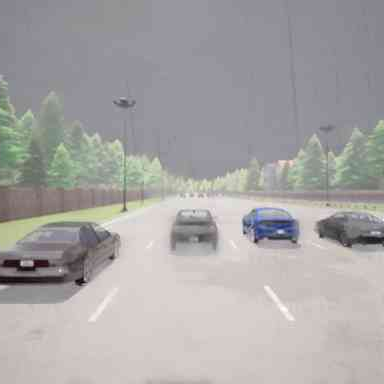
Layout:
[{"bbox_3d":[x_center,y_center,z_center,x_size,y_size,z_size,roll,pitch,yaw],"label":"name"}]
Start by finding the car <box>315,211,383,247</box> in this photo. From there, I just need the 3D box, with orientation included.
[{"bbox_3d":[7.089,1.549,14.825,1.994,1.385,4.181,0,0,0],"label":"car"}]

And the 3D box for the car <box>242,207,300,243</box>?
[{"bbox_3d":[3.591,1.461,15.911,1.882,1.535,5.008,0,0,0],"label":"car"}]

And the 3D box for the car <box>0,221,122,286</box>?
[{"bbox_3d":[-3.436,1.538,9.466,2.033,1.411,5.357,0,0,0],"label":"car"}]

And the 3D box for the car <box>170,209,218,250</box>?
[{"bbox_3d":[0.087,1.477,14.340,2.128,1.511,4.902,0,0,0],"label":"car"}]
